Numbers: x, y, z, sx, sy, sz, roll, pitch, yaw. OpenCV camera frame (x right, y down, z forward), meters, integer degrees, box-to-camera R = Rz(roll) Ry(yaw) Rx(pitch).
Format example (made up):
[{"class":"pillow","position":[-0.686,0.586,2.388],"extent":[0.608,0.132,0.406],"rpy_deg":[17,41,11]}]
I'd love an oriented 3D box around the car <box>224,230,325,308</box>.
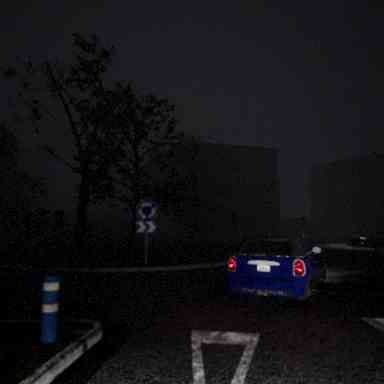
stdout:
[{"class":"car","position":[2.563,1.969,9.638],"extent":[2.097,1.767,4.553],"rpy_deg":[-2,-6,25]}]

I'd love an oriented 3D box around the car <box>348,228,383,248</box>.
[{"class":"car","position":[16.243,4.121,29.608],"extent":[5.008,1.535,1.882],"rpy_deg":[4,-6,-22]}]
